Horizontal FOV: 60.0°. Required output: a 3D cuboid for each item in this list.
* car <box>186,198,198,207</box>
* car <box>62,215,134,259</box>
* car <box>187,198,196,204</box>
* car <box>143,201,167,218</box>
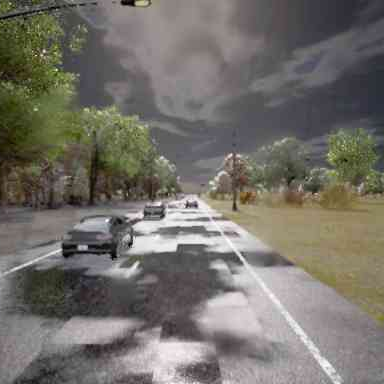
[{"bbox_3d":[-0.033,1.805,54.806,1.994,1.385,4.181,0,0,0],"label":"car"},{"bbox_3d":[-3.427,1.588,12.716,1.812,1.442,4.674,0,0,0],"label":"car"},{"bbox_3d":[-0.178,1.919,73.125,1.895,1.301,4.718,0,0,0],"label":"car"},{"bbox_3d":[-3.475,1.637,31.776,2.128,1.511,4.902,0,0,0],"label":"car"}]
